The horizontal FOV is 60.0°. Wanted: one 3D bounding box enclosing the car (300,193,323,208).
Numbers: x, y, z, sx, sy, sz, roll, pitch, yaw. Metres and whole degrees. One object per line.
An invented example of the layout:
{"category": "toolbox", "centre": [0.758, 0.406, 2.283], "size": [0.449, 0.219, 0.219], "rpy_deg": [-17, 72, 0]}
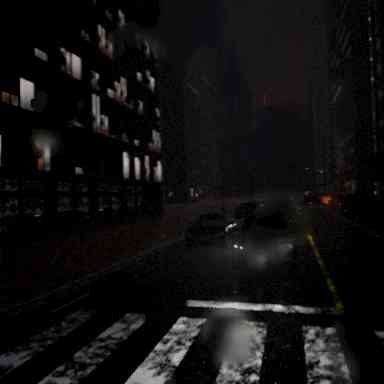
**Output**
{"category": "car", "centre": [14.843, 1.223, 41.659], "size": [1.837, 1.490, 4.892], "rpy_deg": [-2, 0, 17]}

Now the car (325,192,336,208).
{"category": "car", "centre": [17.533, 1.106, 40.020], "size": [1.837, 1.490, 4.892], "rpy_deg": [-2, 0, 16]}

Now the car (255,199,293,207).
{"category": "car", "centre": [5.112, 1.443, 19.867], "size": [1.837, 1.490, 4.892], "rpy_deg": [-2, 0, 16]}

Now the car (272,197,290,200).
{"category": "car", "centre": [8.029, 1.423, 29.765], "size": [1.812, 1.442, 4.674], "rpy_deg": [-2, 0, 16]}

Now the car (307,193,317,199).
{"category": "car", "centre": [28.686, 0.995, 79.590], "size": [2.008, 1.369, 4.403], "rpy_deg": [-2, 0, 16]}

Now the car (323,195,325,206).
{"category": "car", "centre": [19.460, 0.928, 46.719], "size": [2.097, 1.767, 4.553], "rpy_deg": [-2, 0, 16]}

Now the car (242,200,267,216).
{"category": "car", "centre": [6.337, 1.538, 33.195], "size": [2.008, 1.369, 4.403], "rpy_deg": [-2, 0, 16]}

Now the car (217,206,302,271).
{"category": "car", "centre": [2.487, 1.465, 10.952], "size": [2.128, 1.511, 4.902], "rpy_deg": [-2, 0, 17]}

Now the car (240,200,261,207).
{"category": "car", "centre": [4.749, 1.576, 27.780], "size": [1.947, 1.339, 4.313], "rpy_deg": [-2, 0, 16]}

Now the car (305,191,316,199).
{"category": "car", "centre": [30.269, 0.734, 85.004], "size": [2.192, 1.841, 5.009], "rpy_deg": [-2, 0, 16]}

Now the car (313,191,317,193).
{"category": "car", "centre": [22.329, 1.087, 57.939], "size": [1.887, 1.381, 4.507], "rpy_deg": [-2, 0, 16]}

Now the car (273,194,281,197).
{"category": "car", "centre": [10.999, 1.358, 39.743], "size": [1.837, 1.490, 4.892], "rpy_deg": [-2, 0, 17]}

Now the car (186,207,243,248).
{"category": "car", "centre": [0.998, 1.611, 14.911], "size": [2.008, 1.369, 4.403], "rpy_deg": [-2, 0, 16]}

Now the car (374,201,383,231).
{"category": "car", "centre": [9.391, 1.255, 14.007], "size": [1.752, 1.417, 4.829], "rpy_deg": [-2, 0, 16]}

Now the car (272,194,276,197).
{"category": "car", "centre": [20.641, 1.213, 81.924], "size": [1.967, 1.590, 4.097], "rpy_deg": [-2, 0, 16]}

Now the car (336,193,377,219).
{"category": "car", "centre": [12.787, 0.997, 25.462], "size": [2.192, 1.841, 5.009], "rpy_deg": [-2, 0, 16]}
